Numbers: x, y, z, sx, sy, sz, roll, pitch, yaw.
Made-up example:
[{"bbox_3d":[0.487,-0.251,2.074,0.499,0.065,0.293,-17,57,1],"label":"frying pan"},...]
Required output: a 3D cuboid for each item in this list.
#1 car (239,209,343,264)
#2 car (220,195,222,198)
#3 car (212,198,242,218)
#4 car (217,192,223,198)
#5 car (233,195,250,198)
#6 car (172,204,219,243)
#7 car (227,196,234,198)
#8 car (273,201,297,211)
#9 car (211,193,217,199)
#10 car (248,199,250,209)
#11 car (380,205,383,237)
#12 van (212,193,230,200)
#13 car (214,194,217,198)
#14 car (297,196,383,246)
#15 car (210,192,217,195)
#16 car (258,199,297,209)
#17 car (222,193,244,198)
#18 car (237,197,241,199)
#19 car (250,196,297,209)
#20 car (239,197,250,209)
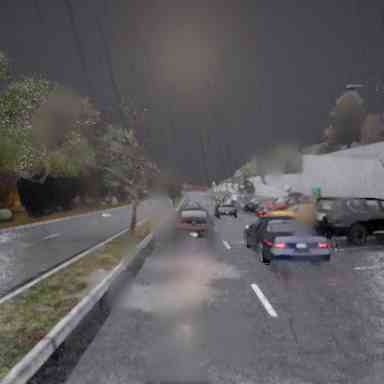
[{"bbox_3d":[3.081,1.566,11.842,2.033,1.411,5.357,0,0,0],"label":"car"},{"bbox_3d":[7.870,1.719,54.340,5.366,1.575,1.946,1,0,-20],"label":"car"},{"bbox_3d":[3.076,1.618,31.350,2.128,1.511,4.902,0,0,0],"label":"car"},{"bbox_3d":[8.017,1.461,60.394,5.566,2.045,2.435,1,1,-20],"label":"car"},{"bbox_3d":[8.081,1.568,42.401,4.553,1.767,2.185,1,0,-20],"label":"car"},{"bbox_3d":[0.085,1.538,16.176,1.837,1.490,4.892,0,0,0],"label":"car"},{"bbox_3d":[8.071,1.748,48.414,4.792,1.488,2.163,1,0,-20],"label":"car"},{"bbox_3d":[8.232,1.546,21.451,5.366,1.575,1.946,1,-1,-20],"label":"car"},{"bbox_3d":[8.001,1.563,84.416,4.792,1.488,2.163,1,1,-20],"label":"car"},{"bbox_3d":[8.028,1.635,30.372,4.792,1.488,2.163,1,0,-20],"label":"car"},{"bbox_3d":[8.036,1.372,9.374,4.553,1.767,2.185,1,0,-20],"label":"car"},{"bbox_3d":[8.133,1.237,93.440,4.442,1.987,1.878,1,0,-20],"label":"van"},{"bbox_3d":[8.007,1.660,72.411,4.792,1.488,2.163,1,1,-20],"label":"car"},{"bbox_3d":[8.090,1.266,15.401,5.566,2.045,2.435,1,-1,-20],"label":"car"},{"bbox_3d":[7.995,1.360,90.406,4.553,1.767,2.185,1,0,-20],"label":"car"},{"bbox_3d":[7.884,1.557,24.317,5.366,1.575,1.946,1,0,-20],"label":"car"},{"bbox_3d":[8.072,1.473,51.413,5.566,2.045,2.435,1,0,-20],"label":"car"},{"bbox_3d":[8.052,1.715,39.389,4.674,1.452,2.002,1,0,-20],"label":"car"},{"bbox_3d":[8.035,1.333,27.371,5.566,2.045,2.435,1,0,-20],"label":"car"},{"bbox_3d":[8.044,1.653,36.389,5.008,1.535,2.097,1,-1,-20],"label":"car"}]
